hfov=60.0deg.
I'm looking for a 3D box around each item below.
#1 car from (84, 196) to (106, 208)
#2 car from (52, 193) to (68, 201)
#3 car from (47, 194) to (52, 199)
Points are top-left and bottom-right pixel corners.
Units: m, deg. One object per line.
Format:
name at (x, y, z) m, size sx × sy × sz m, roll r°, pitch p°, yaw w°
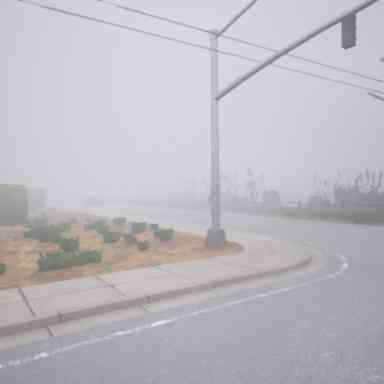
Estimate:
car at (-13.133, 1.284, 44.682) m, size 1.837 × 1.490 × 4.892 m, roll -1°, pitch 0°, yaw -33°
car at (-30.726, 1.070, 78.252) m, size 2.097 × 1.767 × 4.553 m, roll -1°, pitch 0°, yaw -33°
car at (-36.314, 1.090, 86.840) m, size 2.033 × 1.411 × 5.357 m, roll -1°, pitch 1°, yaw -37°
